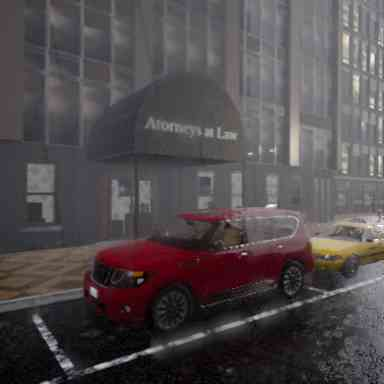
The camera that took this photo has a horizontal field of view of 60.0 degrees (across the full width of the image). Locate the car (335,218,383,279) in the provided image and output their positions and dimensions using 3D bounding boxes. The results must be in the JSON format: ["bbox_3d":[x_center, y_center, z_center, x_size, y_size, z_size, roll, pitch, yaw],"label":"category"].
[{"bbox_3d":[4.829,1.494,9.993,4.829,1.417,1.752,0,1,-36],"label":"car"}]

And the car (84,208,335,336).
[{"bbox_3d":[0.455,1.302,6.867,5.009,1.841,2.192,0,1,-36],"label":"car"}]
